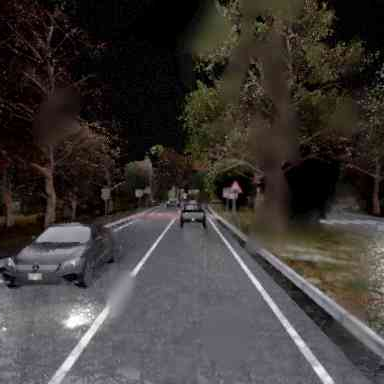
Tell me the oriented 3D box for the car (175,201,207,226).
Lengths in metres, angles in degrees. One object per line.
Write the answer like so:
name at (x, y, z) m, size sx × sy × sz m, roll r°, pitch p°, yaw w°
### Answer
car at (0.076, 1.709, 25.243) m, size 2.128 × 1.511 × 4.902 m, roll 0°, pitch -1°, yaw 0°

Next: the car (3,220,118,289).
car at (-3.359, 1.574, 9.439) m, size 1.812 × 1.442 × 4.674 m, roll 0°, pitch -1°, yaw 0°

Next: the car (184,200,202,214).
car at (0.077, 1.851, 41.659) m, size 2.128 × 1.511 × 4.902 m, roll 0°, pitch 0°, yaw 0°

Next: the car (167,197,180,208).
car at (-3.071, 1.702, 56.359) m, size 2.097 × 1.767 × 4.553 m, roll 0°, pitch 0°, yaw 2°
